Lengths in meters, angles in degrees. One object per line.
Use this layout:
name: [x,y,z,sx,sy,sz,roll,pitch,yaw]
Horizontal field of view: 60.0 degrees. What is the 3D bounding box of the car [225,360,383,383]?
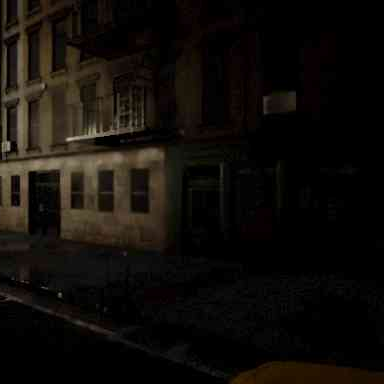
car: [2.076,1.527,1.329,4.829,1.417,1.752,0,0,36]
